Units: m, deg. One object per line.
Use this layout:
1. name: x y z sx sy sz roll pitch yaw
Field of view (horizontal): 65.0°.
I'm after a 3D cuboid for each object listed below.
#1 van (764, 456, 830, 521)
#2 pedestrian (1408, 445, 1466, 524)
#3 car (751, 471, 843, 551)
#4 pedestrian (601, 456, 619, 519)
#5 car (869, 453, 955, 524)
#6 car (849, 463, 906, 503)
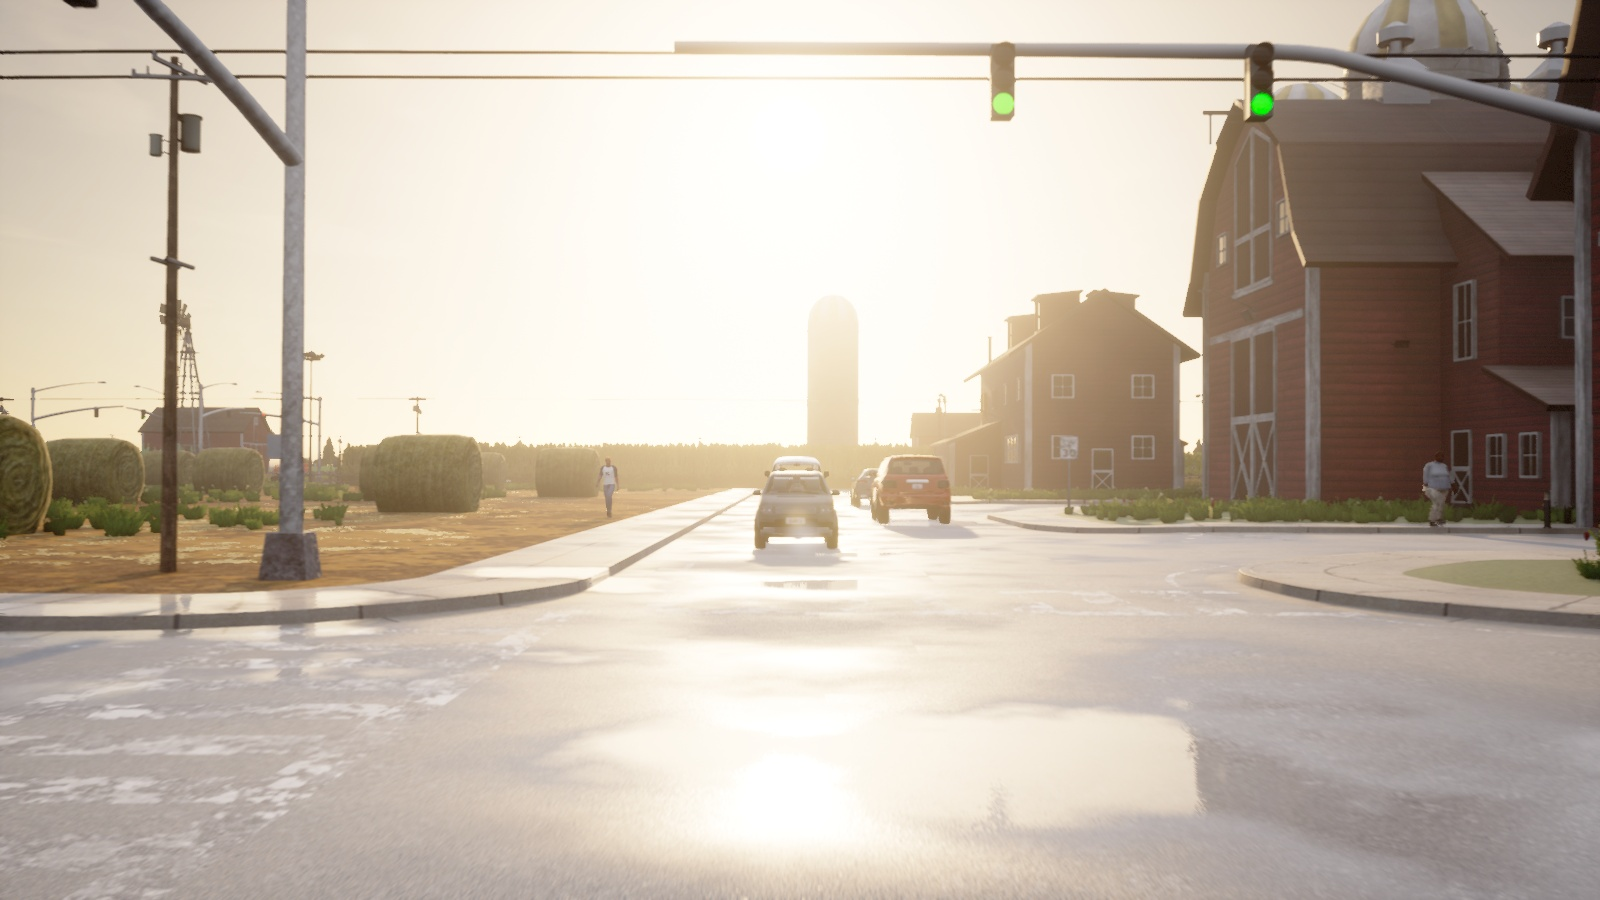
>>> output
1. van: -0.102 1.233 42.073 2.069 2.038 4.480 0 0 0
2. pedestrian: 15.260 0.821 30.108 0.874 1.855 0.900 0 -1 -7
3. car: -0.063 1.229 26.354 1.789 1.549 3.705 0 -1 0
4. pedestrian: -5.596 1.107 36.986 0.354 1.836 0.706 0 -1 7
5. car: 3.406 1.174 39.229 2.150 2.045 5.566 0 -1 0
6. car: 3.363 1.478 55.360 2.152 1.651 5.027 -1 -2 0
